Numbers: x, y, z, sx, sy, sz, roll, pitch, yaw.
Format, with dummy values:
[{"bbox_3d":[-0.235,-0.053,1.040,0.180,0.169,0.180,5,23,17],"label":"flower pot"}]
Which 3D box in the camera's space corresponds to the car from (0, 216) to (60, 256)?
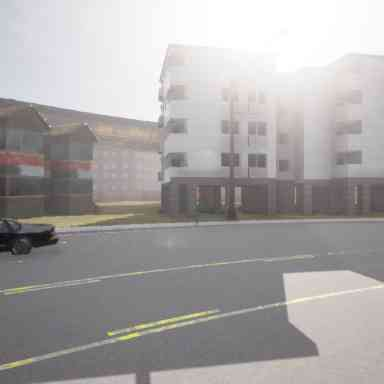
[{"bbox_3d":[-7.525,1.547,11.530,5.357,1.411,2.033,0,0,-34],"label":"car"}]
